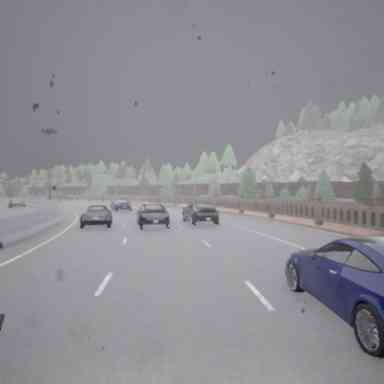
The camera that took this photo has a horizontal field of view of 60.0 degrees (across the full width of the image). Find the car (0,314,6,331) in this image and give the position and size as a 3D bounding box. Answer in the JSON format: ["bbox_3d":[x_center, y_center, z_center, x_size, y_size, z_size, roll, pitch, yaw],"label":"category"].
[{"bbox_3d":[-3.541,1.560,2.317,2.033,1.411,5.357,0,0,-2],"label":"car"}]

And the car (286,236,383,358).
[{"bbox_3d":[3.204,1.503,5.876,1.812,1.442,4.674,0,0,-3],"label":"car"}]

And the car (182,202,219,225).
[{"bbox_3d":[0.522,1.470,23.548,1.837,1.490,4.892,0,0,-13],"label":"car"}]

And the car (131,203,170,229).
[{"bbox_3d":[-2.610,1.479,21.600,2.128,1.511,4.902,0,0,-12],"label":"car"}]

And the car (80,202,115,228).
[{"bbox_3d":[-6.429,1.575,22.526,1.994,1.385,4.181,0,0,-13],"label":"car"}]

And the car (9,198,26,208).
[{"bbox_3d":[-26.456,1.672,50.371,1.812,1.442,4.674,-1,0,-34],"label":"car"}]

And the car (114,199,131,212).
[{"bbox_3d":[-8.499,1.528,39.617,1.812,1.442,4.674,0,0,-23],"label":"car"}]
